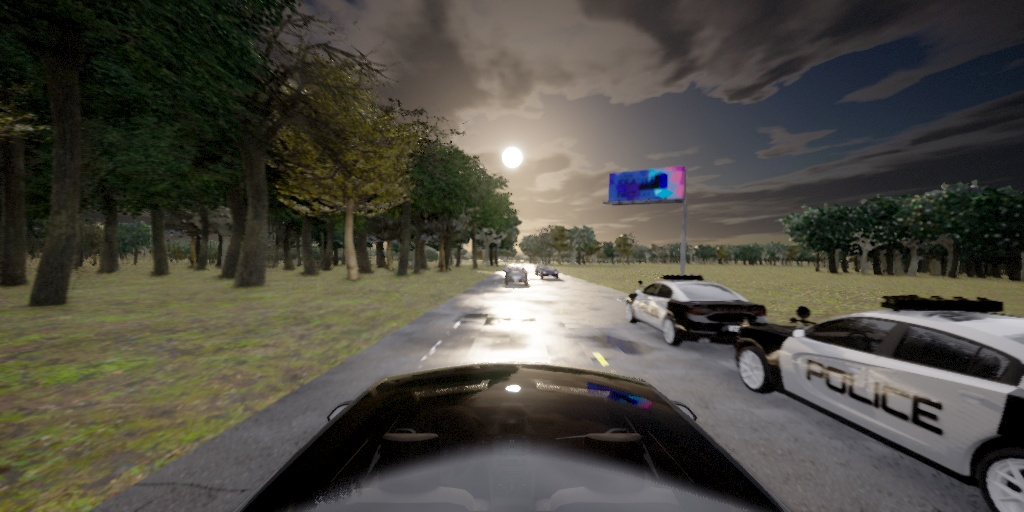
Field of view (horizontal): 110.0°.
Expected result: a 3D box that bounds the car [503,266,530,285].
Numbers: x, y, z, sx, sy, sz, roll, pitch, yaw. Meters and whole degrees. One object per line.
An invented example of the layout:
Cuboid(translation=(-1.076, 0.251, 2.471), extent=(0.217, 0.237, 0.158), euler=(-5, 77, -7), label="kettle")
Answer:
Cuboid(translation=(0.364, 1.559, 29.414), extent=(2.128, 1.511, 4.902), euler=(1, -1, 1), label="car")

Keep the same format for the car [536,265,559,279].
Cuboid(translation=(4.085, 1.835, 40.068), extent=(1.895, 1.301, 4.718), euler=(1, -1, 1), label="car")

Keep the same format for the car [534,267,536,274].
Cuboid(translation=(4.151, 1.900, 50.060), extent=(2.033, 1.411, 5.357), euler=(1, -1, 1), label="car")

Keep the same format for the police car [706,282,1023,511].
Cuboid(translation=(4.554, 1.254, 3.982), extent=(1.930, 1.638, 5.238), euler=(1, -1, 1), label="police car")

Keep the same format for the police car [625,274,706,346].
Cuboid(translation=(4.639, 1.321, 9.982), extent=(1.930, 1.638, 5.238), euler=(1, -1, 1), label="police car")
